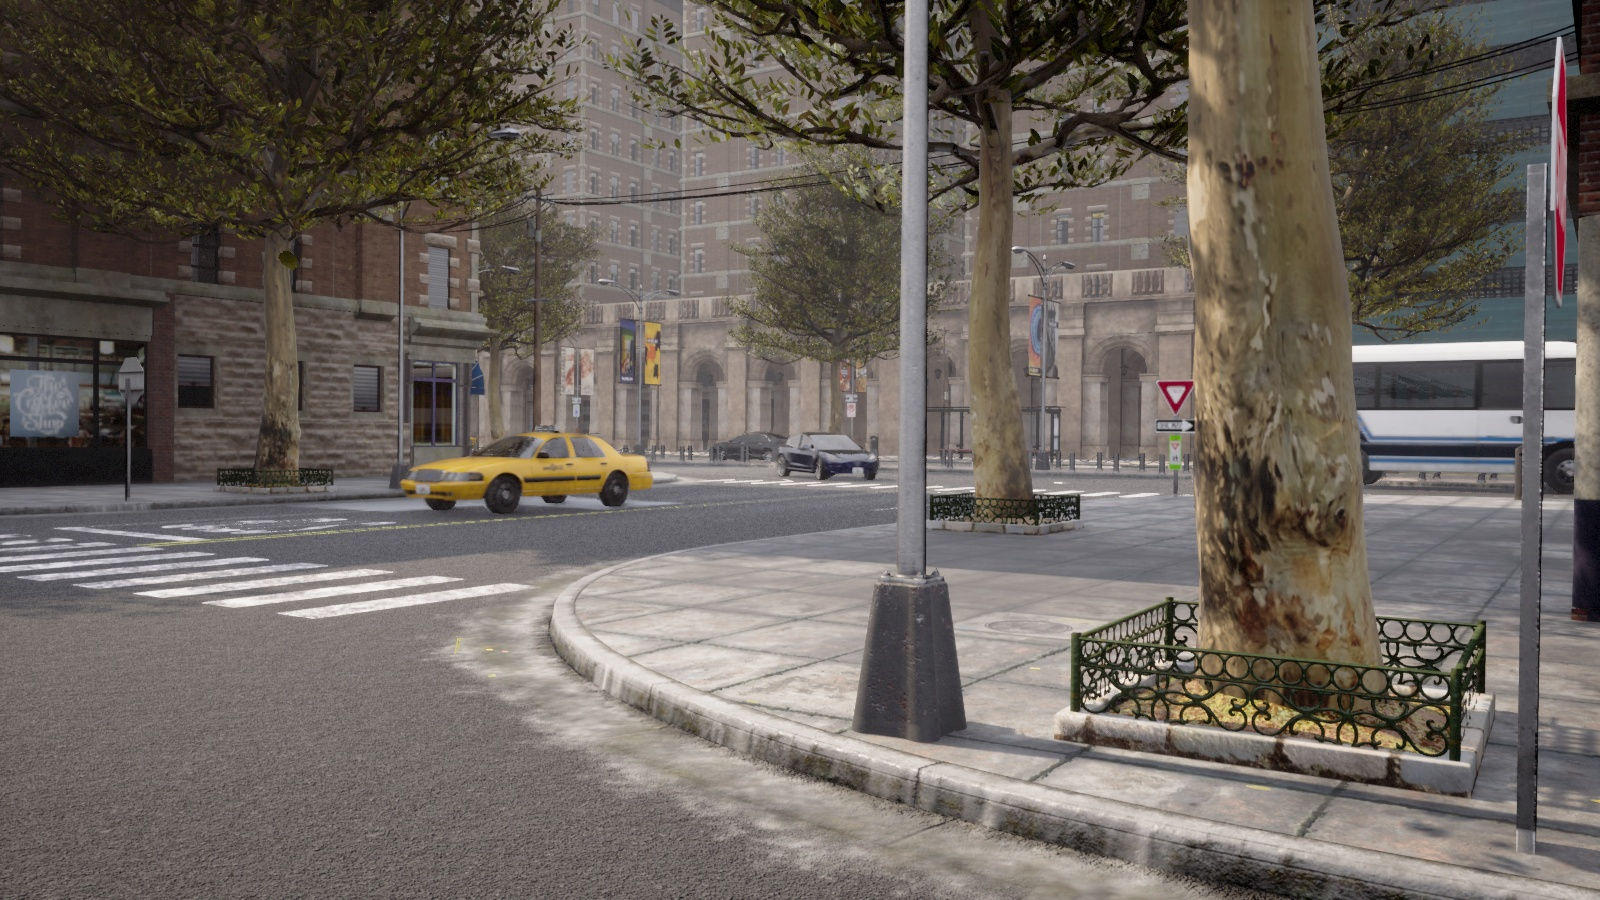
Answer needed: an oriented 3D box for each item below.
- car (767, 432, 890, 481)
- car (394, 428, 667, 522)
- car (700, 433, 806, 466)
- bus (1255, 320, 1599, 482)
[{"bbox_3d":[0.839,0.167,40.774,2.163,1.488,4.792,-1,1,-23],"label":"car"},{"bbox_3d":[-4.939,0.389,23.881,1.801,1.575,5.366,0,1,33],"label":"car"},{"bbox_3d":[-2.258,-0.062,60.095,4.892,1.490,1.837,1,1,33],"label":"car"},{"bbox_3d":[19.023,-1.316,36.508,10.273,4.253,3.944,0,1,33],"label":"bus"}]
